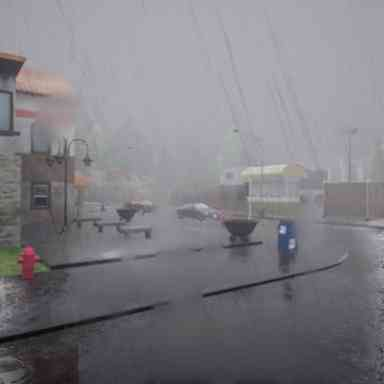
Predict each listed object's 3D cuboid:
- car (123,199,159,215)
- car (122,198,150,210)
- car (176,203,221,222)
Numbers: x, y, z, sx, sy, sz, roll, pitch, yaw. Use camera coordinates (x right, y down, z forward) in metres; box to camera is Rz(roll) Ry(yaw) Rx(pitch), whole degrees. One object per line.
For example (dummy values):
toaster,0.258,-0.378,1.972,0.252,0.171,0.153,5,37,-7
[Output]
car,-5.367,1.575,35.993,1.882,1.535,5.008,0,0,-35
car,-7.918,1.647,46.597,1.812,1.442,4.674,0,0,-39
car,0.433,1.622,27.812,1.812,1.442,4.674,0,0,-36
